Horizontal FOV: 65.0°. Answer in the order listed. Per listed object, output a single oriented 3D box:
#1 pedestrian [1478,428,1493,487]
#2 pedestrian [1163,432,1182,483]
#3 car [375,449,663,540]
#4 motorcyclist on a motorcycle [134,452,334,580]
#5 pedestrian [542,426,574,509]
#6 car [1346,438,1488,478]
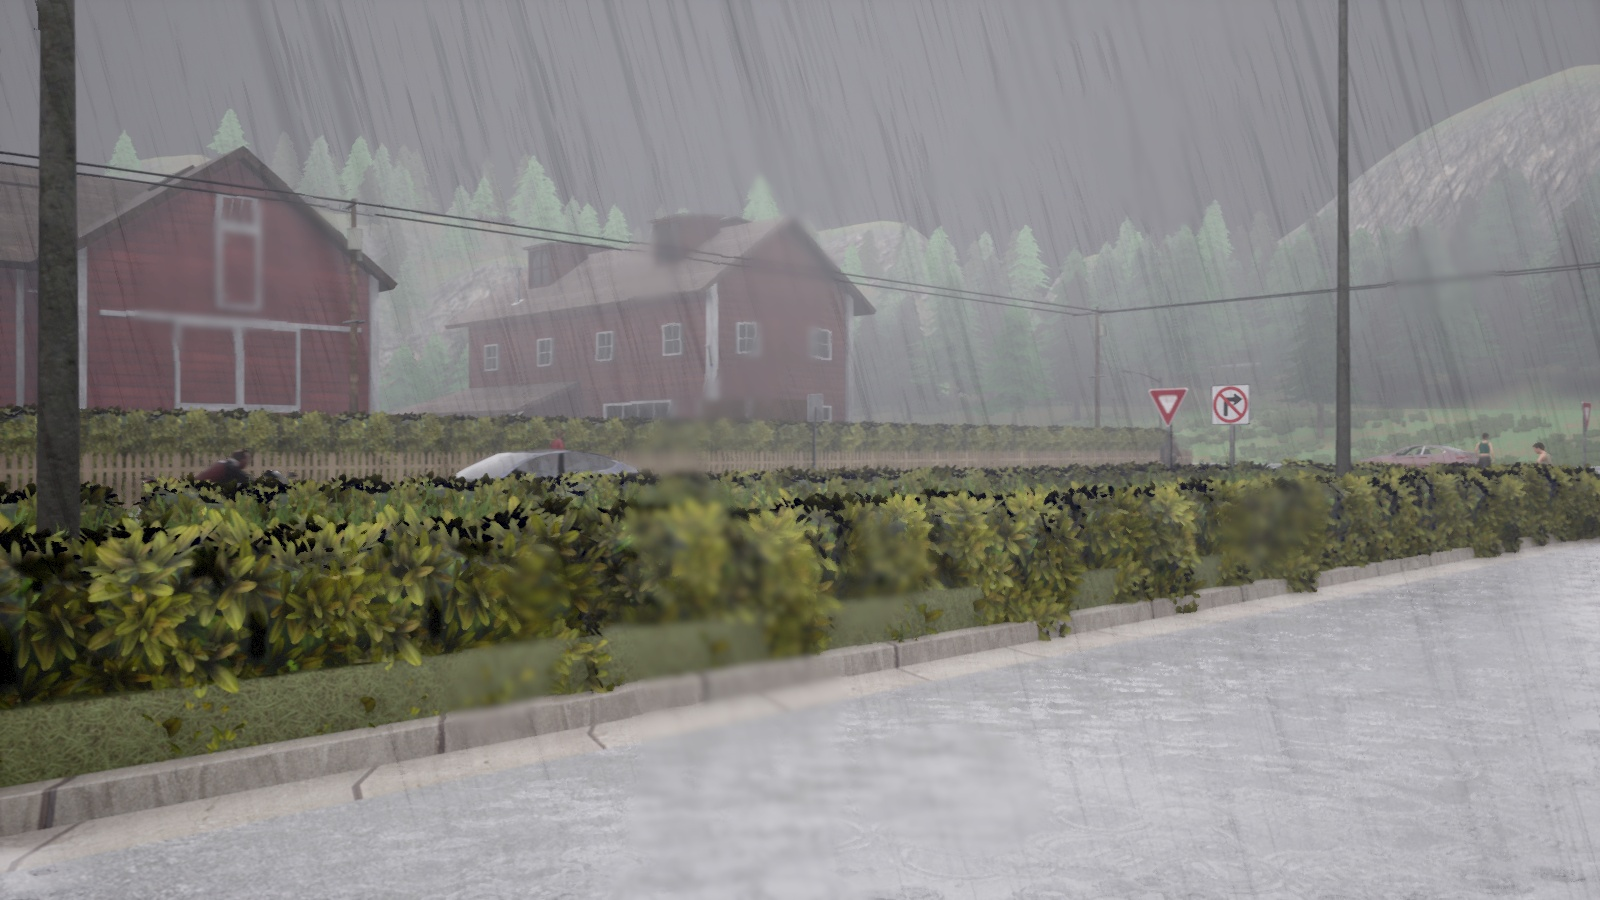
[{"bbox_3d":[21.439,0.238,39.274,0.345,1.836,0.594,0,0,37],"label":"pedestrian"},{"bbox_3d":[13.729,0.271,46.282,0.634,1.846,0.331,0,0,-39],"label":"pedestrian"},{"bbox_3d":[-5.106,0.744,23.320,4.792,1.488,2.163,0,0,-44],"label":"car"},{"bbox_3d":[-7.293,0.799,16.263,2.191,1.530,0.866,0,0,-45],"label":"motorcyclist on a motorcycle"},{"bbox_3d":[-5.488,0.395,28.503,0.636,1.846,0.331,0,0,-45],"label":"pedestrian"},{"bbox_3d":[26.414,0.317,53.859,2.152,1.651,5.027,0,0,-44],"label":"car"}]
